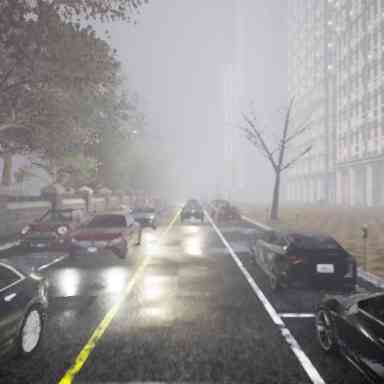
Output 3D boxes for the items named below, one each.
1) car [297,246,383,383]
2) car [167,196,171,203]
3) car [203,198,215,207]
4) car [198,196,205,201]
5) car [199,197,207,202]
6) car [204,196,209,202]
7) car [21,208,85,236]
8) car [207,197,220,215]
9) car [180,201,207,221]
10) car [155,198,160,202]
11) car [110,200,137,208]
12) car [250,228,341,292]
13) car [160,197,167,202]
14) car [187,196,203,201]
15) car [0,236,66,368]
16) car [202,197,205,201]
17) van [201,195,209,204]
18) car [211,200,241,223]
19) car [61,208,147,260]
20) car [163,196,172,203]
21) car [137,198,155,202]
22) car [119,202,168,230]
[{"bbox_3d":[2.694,1.572,3.170,1.947,1.339,4.313,0,0,0],"label":"car"},{"bbox_3d":[-5.646,1.700,65.131,1.887,1.381,4.507,0,0,0],"label":"car"},{"bbox_3d":[2.727,1.703,53.861,1.802,1.307,4.206,0,0,0],"label":"car"},{"bbox_3d":[2.754,1.835,93.287,1.802,1.307,4.206,0,0,0],"label":"car"},{"bbox_3d":[2.746,1.794,82.022,1.802,1.307,4.206,0,0,0],"label":"car"},{"bbox_3d":[2.717,1.518,36.964,1.967,1.590,4.097,0,0,0],"label":"car"},{"bbox_3d":[-5.678,1.467,14.441,1.967,1.590,4.097,0,0,0],"label":"car"},{"bbox_3d":[2.713,1.504,31.333,1.967,1.590,4.097,0,0,0],"label":"car"},{"bbox_3d":[0.044,1.655,27.333,1.895,1.301,4.718,0,0,1],"label":"car"},{"bbox_3d":[-5.661,1.637,42.602,1.887,1.381,4.507,0,0,0],"label":"car"},{"bbox_3d":[-5.671,1.576,25.536,1.752,1.417,4.829,0,0,0],"label":"car"},{"bbox_3d":[2.698,1.582,8.803,1.947,1.339,4.313,0,0,0],"label":"car"},{"bbox_3d":[-5.653,1.666,53.867,1.887,1.381,4.507,0,0,0],"label":"car"},{"bbox_3d":[0.107,1.602,44.061,1.837,1.490,4.892,0,0,0],"label":"car"},{"bbox_3d":[-3.095,1.512,3.182,1.837,1.490,4.892,0,0,0],"label":"car"},{"bbox_3d":[2.720,1.643,42.597,2.008,1.369,4.403,0,0,0],"label":"car"},{"bbox_3d":[2.739,1.514,70.759,1.690,1.788,3.998,0,0,0],"label":"van"},{"bbox_3d":[2.709,1.595,25.701,1.887,1.381,4.507,0,0,0],"label":"car"},{"bbox_3d":[-3.079,1.549,12.707,1.812,1.442,4.674,0,0,1],"label":"car"},{"bbox_3d":[-5.638,1.717,76.226,1.752,1.417,4.829,0,0,0],"label":"car"},{"bbox_3d":[-5.663,1.518,36.970,1.967,1.590,4.097,0,0,0],"label":"car"},{"bbox_3d":[-2.985,1.589,21.625,2.033,1.411,5.357,0,0,0],"label":"car"}]
